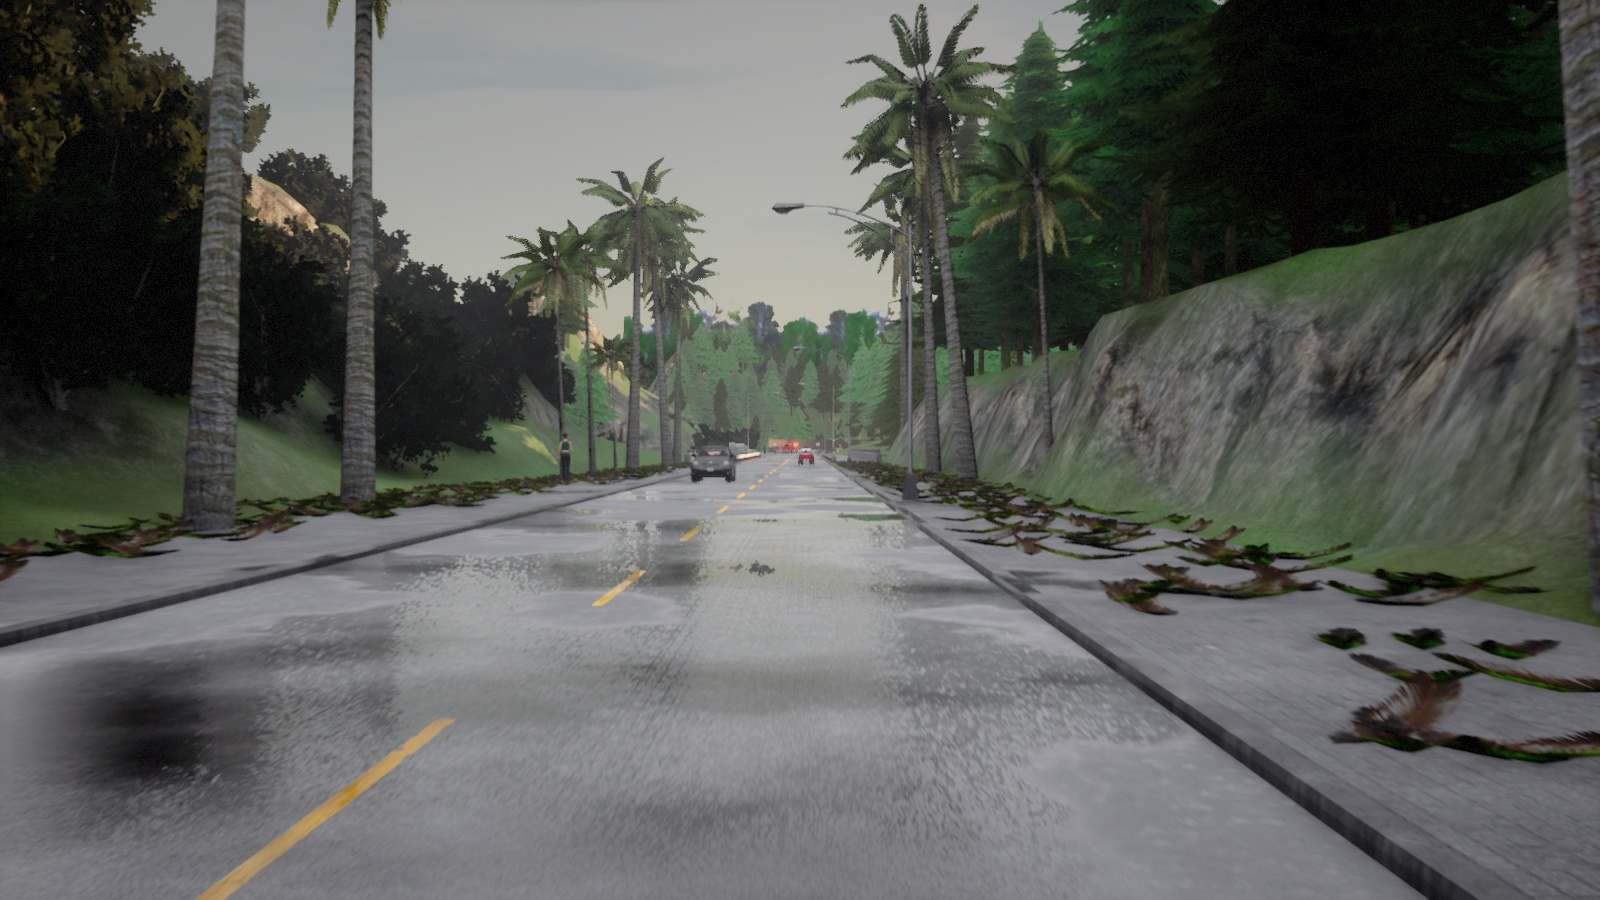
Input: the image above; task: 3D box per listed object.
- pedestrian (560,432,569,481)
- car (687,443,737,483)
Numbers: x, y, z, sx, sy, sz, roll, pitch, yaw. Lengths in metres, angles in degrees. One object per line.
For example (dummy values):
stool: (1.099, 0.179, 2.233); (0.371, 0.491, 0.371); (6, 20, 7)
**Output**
pedestrian: (-8.978, 0.244, 47.860); (0.345, 1.836, 0.594); (0, 0, -10)
car: (-3.697, 0.520, 53.491); (1.851, 1.617, 3.988); (0, 0, 0)
